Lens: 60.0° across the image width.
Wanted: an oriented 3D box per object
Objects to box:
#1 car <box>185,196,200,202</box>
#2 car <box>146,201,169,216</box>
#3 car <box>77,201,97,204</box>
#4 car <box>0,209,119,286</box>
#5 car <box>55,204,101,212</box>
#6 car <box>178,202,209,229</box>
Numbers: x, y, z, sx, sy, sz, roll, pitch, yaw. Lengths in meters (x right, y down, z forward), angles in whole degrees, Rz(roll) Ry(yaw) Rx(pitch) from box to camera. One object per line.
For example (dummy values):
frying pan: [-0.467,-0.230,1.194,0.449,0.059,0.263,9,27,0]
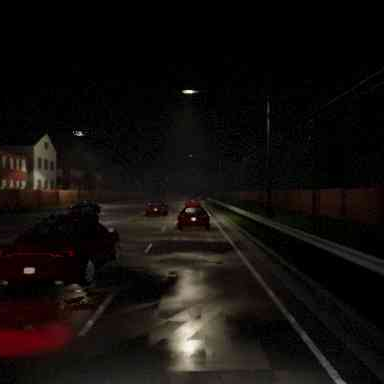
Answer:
car: [0.109,1.391,48.648,2.097,1.767,4.553,0,0,0]
car: [-3.393,1.591,32.876,1.994,1.385,4.181,0,0,0]
car: [-10.392,1.592,32.895,1.994,1.385,4.181,0,0,0]
car: [-3.398,1.486,9.428,1.882,1.535,5.008,0,0,0]
car: [-6.895,1.617,19.348,1.895,1.301,4.718,0,0,0]
car: [0.103,1.582,21.914,1.994,1.385,4.181,0,0,0]
